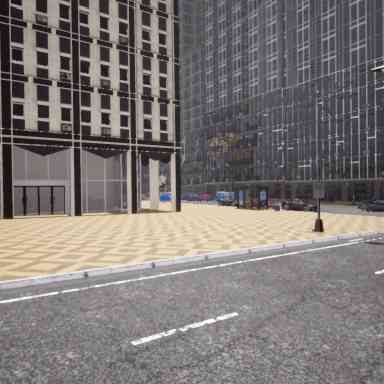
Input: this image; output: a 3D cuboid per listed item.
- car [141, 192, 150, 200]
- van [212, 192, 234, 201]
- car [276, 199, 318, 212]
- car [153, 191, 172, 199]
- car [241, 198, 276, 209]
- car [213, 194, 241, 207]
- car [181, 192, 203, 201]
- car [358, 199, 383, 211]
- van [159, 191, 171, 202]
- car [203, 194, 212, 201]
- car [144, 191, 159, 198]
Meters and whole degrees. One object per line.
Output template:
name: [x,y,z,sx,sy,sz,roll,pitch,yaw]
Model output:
car: [-10.695,1.039,68.679,2.008,1.369,4.403,0,1,-34]
van: [5.835,0.855,59.309,1.690,1.788,3.998,0,1,-34]
car: [11.612,1.423,35.736,1.947,1.339,4.313,0,1,-34]
car: [-6.973,0.615,78.092,2.192,1.841,5.009,0,1,-34]
car: [8.424,1.388,40.444,1.802,1.307,4.206,0,1,-34]
car: [5.270,1.319,45.172,1.947,1.339,4.313,0,1,-34]
car: [-0.476,0.838,63.956,2.097,1.767,4.553,-1,1,-34]
car: [19.588,1.376,34.538,1.994,1.385,4.181,-1,1,-34]
van: [-4.290,0.937,59.285,1.690,1.788,3.998,0,1,-34]
car: [2.633,1.043,64.008,1.802,1.307,4.206,0,1,-34]
car: [-10.176,0.686,82.789,1.967,1.590,4.097,0,1,-34]
